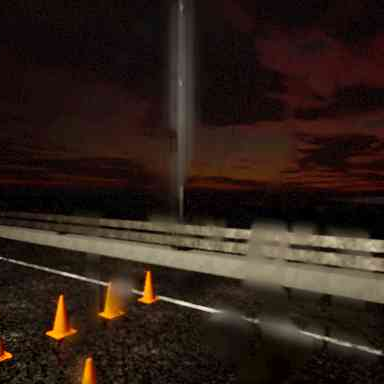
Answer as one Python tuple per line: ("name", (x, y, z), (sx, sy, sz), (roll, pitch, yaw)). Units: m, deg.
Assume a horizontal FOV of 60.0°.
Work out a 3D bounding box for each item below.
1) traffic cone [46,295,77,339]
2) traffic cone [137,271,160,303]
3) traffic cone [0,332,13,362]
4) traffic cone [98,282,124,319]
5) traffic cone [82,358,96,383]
("traffic cone", (-2.063, 1.938, 5.267), (0.340, 0.580, 0.340), (0, 0, 36))
("traffic cone", (-0.898, 1.939, 6.893), (0.340, 0.580, 0.340), (0, 0, 36))
("traffic cone", (-2.646, 1.937, 4.455), (0.340, 0.580, 0.340), (0, 0, 36))
("traffic cone", (-1.480, 1.938, 6.080), (0.340, 0.580, 0.340), (0, 0, 36))
("traffic cone", (-1.020, 1.946, 3.289), (0.340, 0.580, 0.340), (0, 0, 36))
